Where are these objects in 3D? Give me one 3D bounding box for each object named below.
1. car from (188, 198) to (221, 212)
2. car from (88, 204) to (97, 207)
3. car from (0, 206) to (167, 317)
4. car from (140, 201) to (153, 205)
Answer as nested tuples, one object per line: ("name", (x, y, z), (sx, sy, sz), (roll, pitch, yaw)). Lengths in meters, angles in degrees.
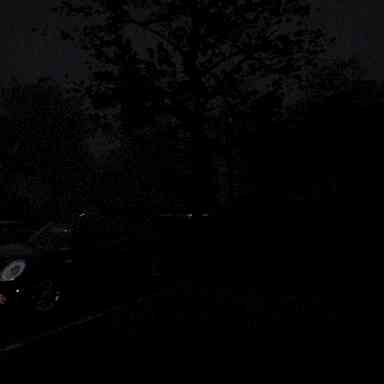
("car", (1.738, 1.567, 39.039), (1.812, 1.442, 4.674), (-4, -1, 35))
("car", (-7.516, 1.757, 26.132), (2.097, 1.767, 4.553), (-4, -1, 36))
("car", (-2.655, 1.363, 7.742), (2.185, 1.767, 4.553), (0, 0, 35))
("car", (-10.171, 2.096, 66.505), (5.008, 1.535, 1.882), (-2, -1, 27))
